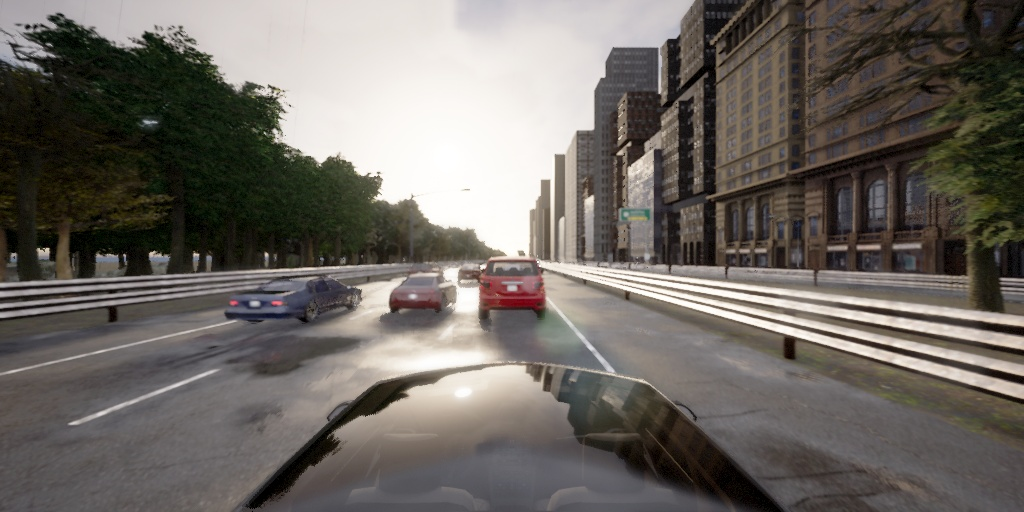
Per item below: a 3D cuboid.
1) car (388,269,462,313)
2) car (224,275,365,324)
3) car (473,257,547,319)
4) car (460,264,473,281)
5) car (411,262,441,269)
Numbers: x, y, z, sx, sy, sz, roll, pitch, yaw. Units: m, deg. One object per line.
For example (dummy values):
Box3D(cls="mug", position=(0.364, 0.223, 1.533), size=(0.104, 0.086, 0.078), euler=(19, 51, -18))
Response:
Box3D(cls="car", position=(-3.451, 1.396, 14.582), size=(1.994, 1.385, 4.181), euler=(0, 0, 1))
Box3D(cls="car", position=(-6.976, 1.363, 12.264), size=(2.033, 1.411, 5.357), euler=(0, 0, 0))
Box3D(cls="car", position=(0.033, 1.045, 13.214), size=(2.150, 2.045, 5.566), euler=(0, 0, 1))
Box3D(cls="car", position=(-3.438, 1.425, 30.641), size=(1.882, 1.535, 5.008), euler=(0, 0, 0))
Box3D(cls="car", position=(-6.948, 1.290, 29.333), size=(2.097, 1.767, 4.553), euler=(0, 0, 1))
